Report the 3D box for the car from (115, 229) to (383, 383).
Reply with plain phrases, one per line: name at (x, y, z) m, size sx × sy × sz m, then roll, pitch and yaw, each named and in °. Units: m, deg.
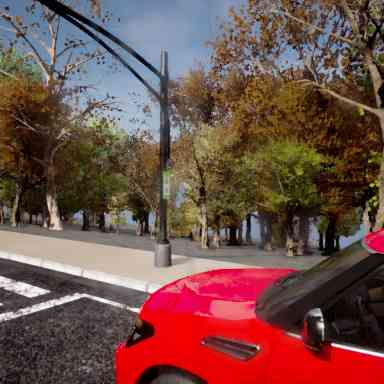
car at (1.976, 1.221, 2.304) m, size 5.566 × 2.045 × 2.150 m, roll 0°, pitch 0°, yaw 34°
